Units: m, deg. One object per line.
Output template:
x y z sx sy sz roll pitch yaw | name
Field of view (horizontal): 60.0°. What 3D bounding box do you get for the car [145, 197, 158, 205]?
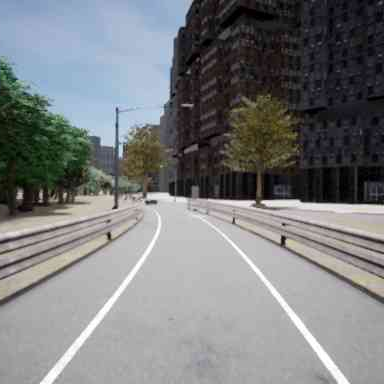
-7.430 1.544 58.885 1.895 1.301 4.718 0 0 -19 | car
